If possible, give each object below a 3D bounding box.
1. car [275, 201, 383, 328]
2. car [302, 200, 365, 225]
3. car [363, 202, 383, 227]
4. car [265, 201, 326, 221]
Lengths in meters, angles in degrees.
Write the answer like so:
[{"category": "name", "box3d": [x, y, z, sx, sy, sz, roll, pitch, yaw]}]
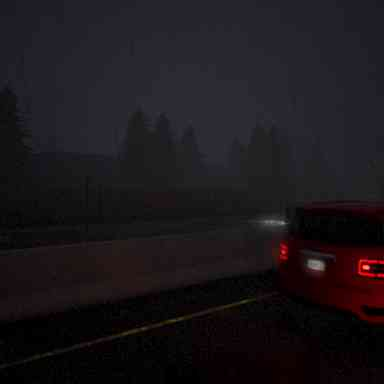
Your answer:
[{"category": "car", "box3d": [4.085, 1.204, 6.659, 5.566, 2.045, 2.150, 0, 0, -35]}, {"category": "car", "box3d": [10.516, 1.435, 24.540, 4.902, 1.511, 2.128, 0, 0, -37]}, {"category": "car", "box3d": [13.650, 1.445, 22.532, 4.892, 1.490, 1.837, -1, 1, -38]}, {"category": "car", "box3d": [8.596, 1.491, 27.339, 5.357, 1.411, 2.033, 0, 0, -37]}]
